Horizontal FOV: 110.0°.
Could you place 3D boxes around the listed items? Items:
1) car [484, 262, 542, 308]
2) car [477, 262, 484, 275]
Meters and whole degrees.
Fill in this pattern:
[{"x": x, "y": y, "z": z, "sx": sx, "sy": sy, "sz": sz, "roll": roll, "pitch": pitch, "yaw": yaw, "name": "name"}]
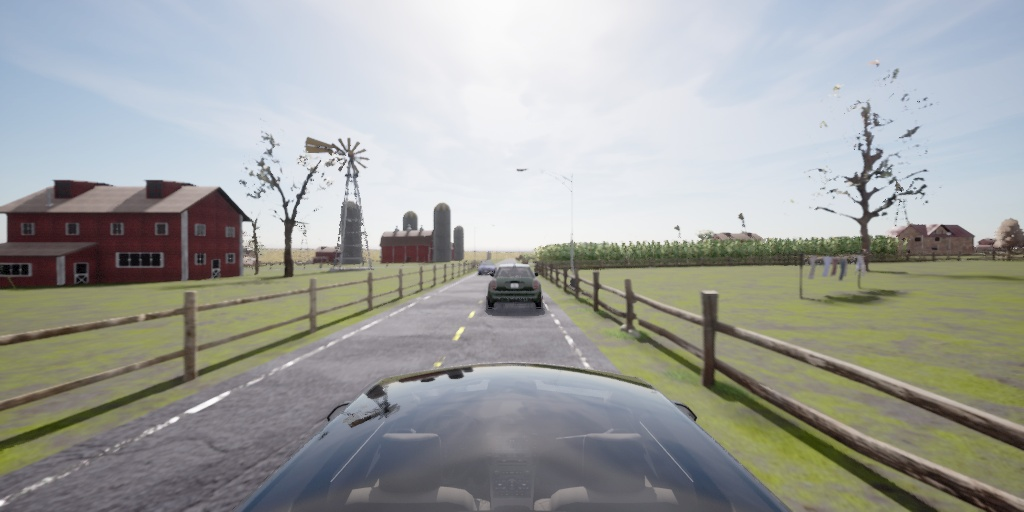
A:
[{"x": 0.098, "y": 1.122, "z": 15.388, "sx": 2.097, "sy": 1.767, "sz": 4.553, "roll": 0, "pitch": 0, "yaw": 0, "name": "car"}, {"x": -2.753, "y": 1.345, "z": 40.070, "sx": 1.812, "sy": 1.442, "sz": 4.674, "roll": 0, "pitch": 0, "yaw": 0, "name": "car"}]
